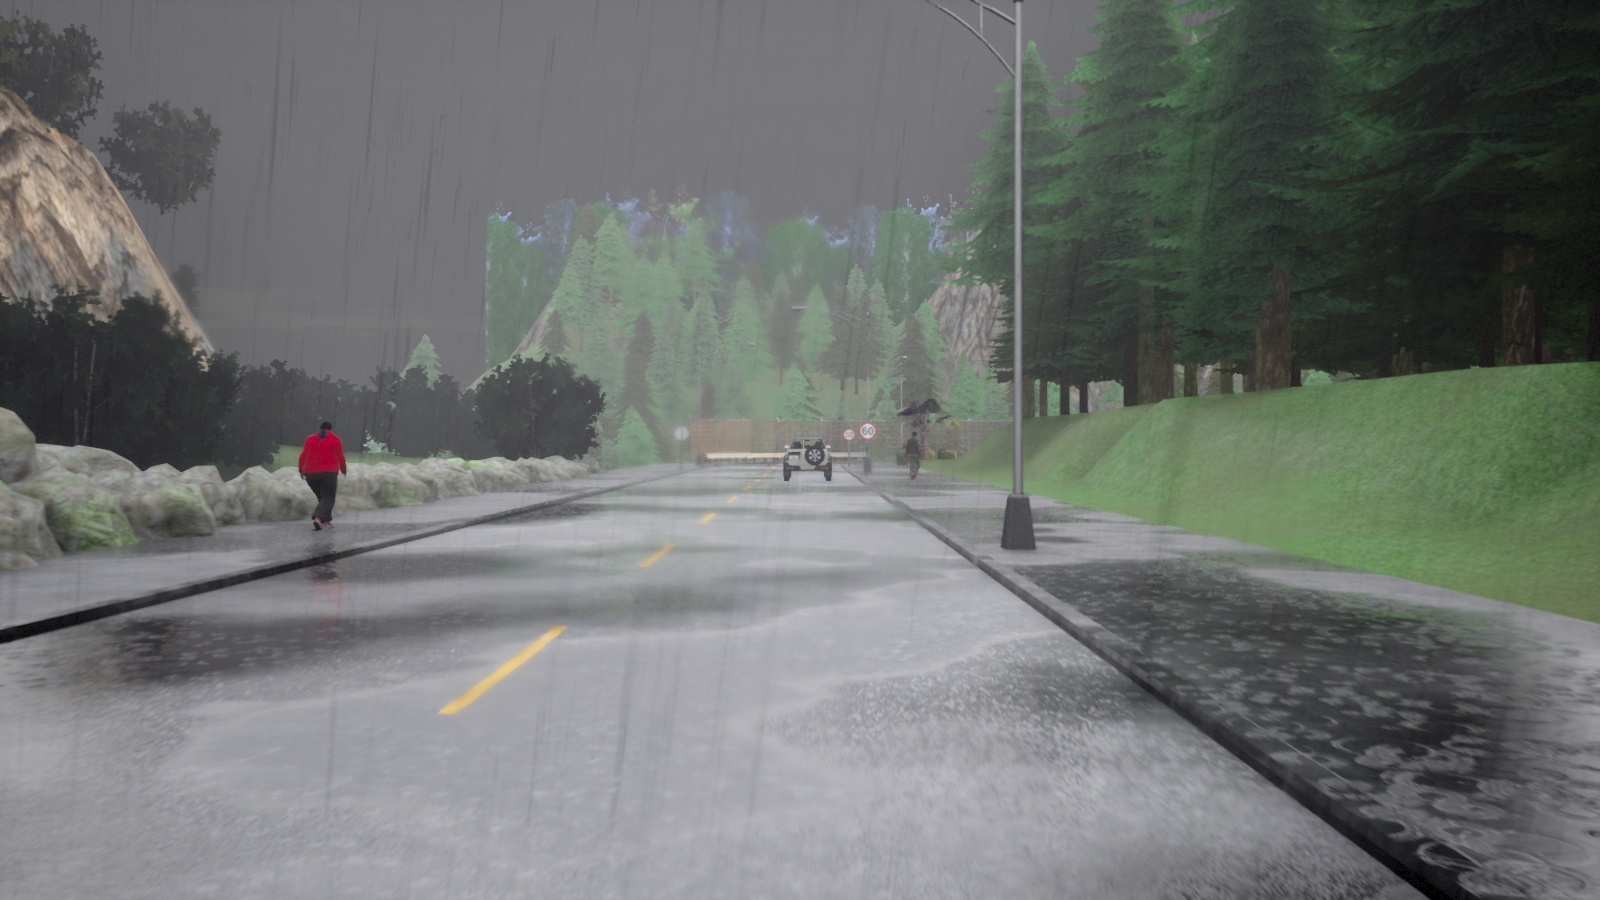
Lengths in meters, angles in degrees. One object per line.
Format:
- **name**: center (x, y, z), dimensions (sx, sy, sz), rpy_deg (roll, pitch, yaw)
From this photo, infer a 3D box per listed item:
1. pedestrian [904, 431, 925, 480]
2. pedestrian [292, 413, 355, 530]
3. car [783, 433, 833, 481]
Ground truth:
- **pedestrian**: center (4.294, 0.194, 47.150), dimensions (0.703, 1.840, 0.431), rpy_deg (0, 0, -43)
- **pedestrian**: center (-7.684, 0.336, 20.269), dimensions (0.634, 1.844, 0.899), rpy_deg (0, 0, 3)
- **car**: center (0.308, 0.276, 50.756), dimensions (1.932, 1.855, 4.605), rpy_deg (0, 0, 0)
